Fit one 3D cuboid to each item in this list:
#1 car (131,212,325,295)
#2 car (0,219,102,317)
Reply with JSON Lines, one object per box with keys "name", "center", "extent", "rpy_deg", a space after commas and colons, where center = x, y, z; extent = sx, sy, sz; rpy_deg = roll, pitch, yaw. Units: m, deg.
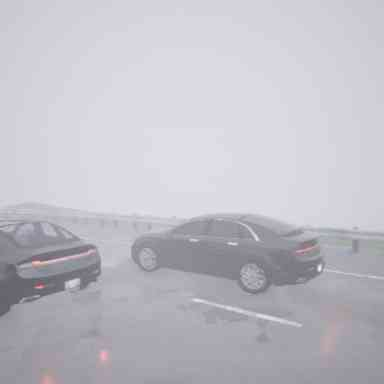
{"name": "car", "center": [0.603, 1.257, 8.085], "extent": [4.892, 1.490, 1.837], "rpy_deg": [0, 2, 37]}
{"name": "car", "center": [-4.018, 1.346, 7.093], "extent": [4.902, 1.511, 2.128], "rpy_deg": [0, 2, 36]}
